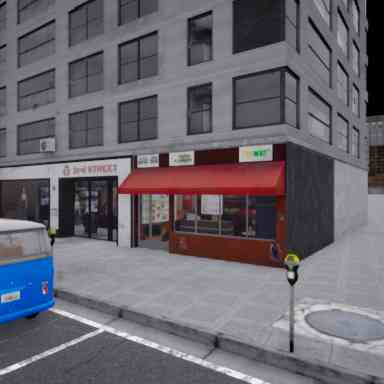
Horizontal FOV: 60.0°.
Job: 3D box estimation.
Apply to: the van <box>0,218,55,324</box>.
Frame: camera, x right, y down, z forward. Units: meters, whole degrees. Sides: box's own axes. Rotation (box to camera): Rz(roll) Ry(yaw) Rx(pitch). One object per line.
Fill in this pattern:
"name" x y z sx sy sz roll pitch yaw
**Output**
"van" -4.227 1.340 6.065 3.998 1.788 1.690 0 0 35
